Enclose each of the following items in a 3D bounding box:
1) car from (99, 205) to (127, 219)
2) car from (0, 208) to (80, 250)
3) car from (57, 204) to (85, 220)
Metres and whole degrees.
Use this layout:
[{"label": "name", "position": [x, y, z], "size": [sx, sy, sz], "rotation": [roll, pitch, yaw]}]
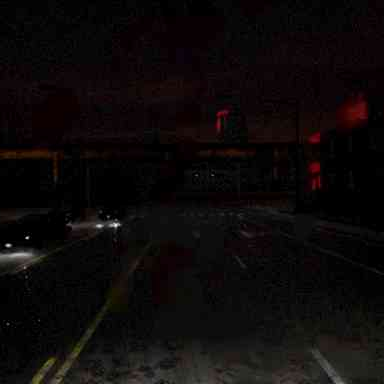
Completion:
[{"label": "car", "position": [-7.704, 1.956, 32.571], "size": [1.895, 1.301, 4.718], "rotation": [-1, 0, -1]}, {"label": "car", "position": [-7.415, 1.775, 16.008], "size": [2.033, 1.411, 5.357], "rotation": [-1, 0, -1]}, {"label": "car", "position": [-11.171, 1.853, 30.065], "size": [1.882, 1.535, 5.008], "rotation": [-1, -1, -1]}]
